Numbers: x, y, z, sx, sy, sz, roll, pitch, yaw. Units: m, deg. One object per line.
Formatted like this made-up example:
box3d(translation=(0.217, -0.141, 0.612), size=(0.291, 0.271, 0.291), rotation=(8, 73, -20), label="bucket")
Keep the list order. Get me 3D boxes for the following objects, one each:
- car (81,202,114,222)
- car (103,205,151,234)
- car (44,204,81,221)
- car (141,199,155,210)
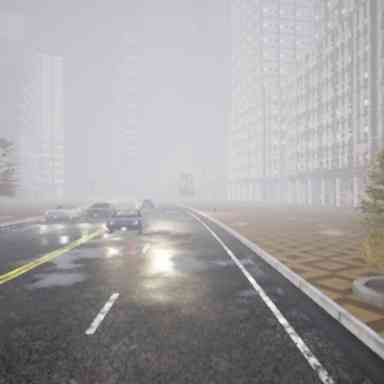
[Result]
box3d(translation=(-7.607, 1.580, 28.116), size=(1.882, 1.535, 5.008), rotation=(0, 0, -4), label="car")
box3d(translation=(-3.696, 1.666, 19.707), size=(1.895, 1.301, 4.718), rotation=(0, 0, -3), label="car")
box3d(translation=(-10.874, 1.718, 28.312), size=(1.895, 1.301, 4.718), rotation=(0, 0, -4), label="car")
box3d(translation=(-5.980, 1.651, 45.118), size=(1.812, 1.442, 4.674), rotation=(0, 0, -7), label="car")
